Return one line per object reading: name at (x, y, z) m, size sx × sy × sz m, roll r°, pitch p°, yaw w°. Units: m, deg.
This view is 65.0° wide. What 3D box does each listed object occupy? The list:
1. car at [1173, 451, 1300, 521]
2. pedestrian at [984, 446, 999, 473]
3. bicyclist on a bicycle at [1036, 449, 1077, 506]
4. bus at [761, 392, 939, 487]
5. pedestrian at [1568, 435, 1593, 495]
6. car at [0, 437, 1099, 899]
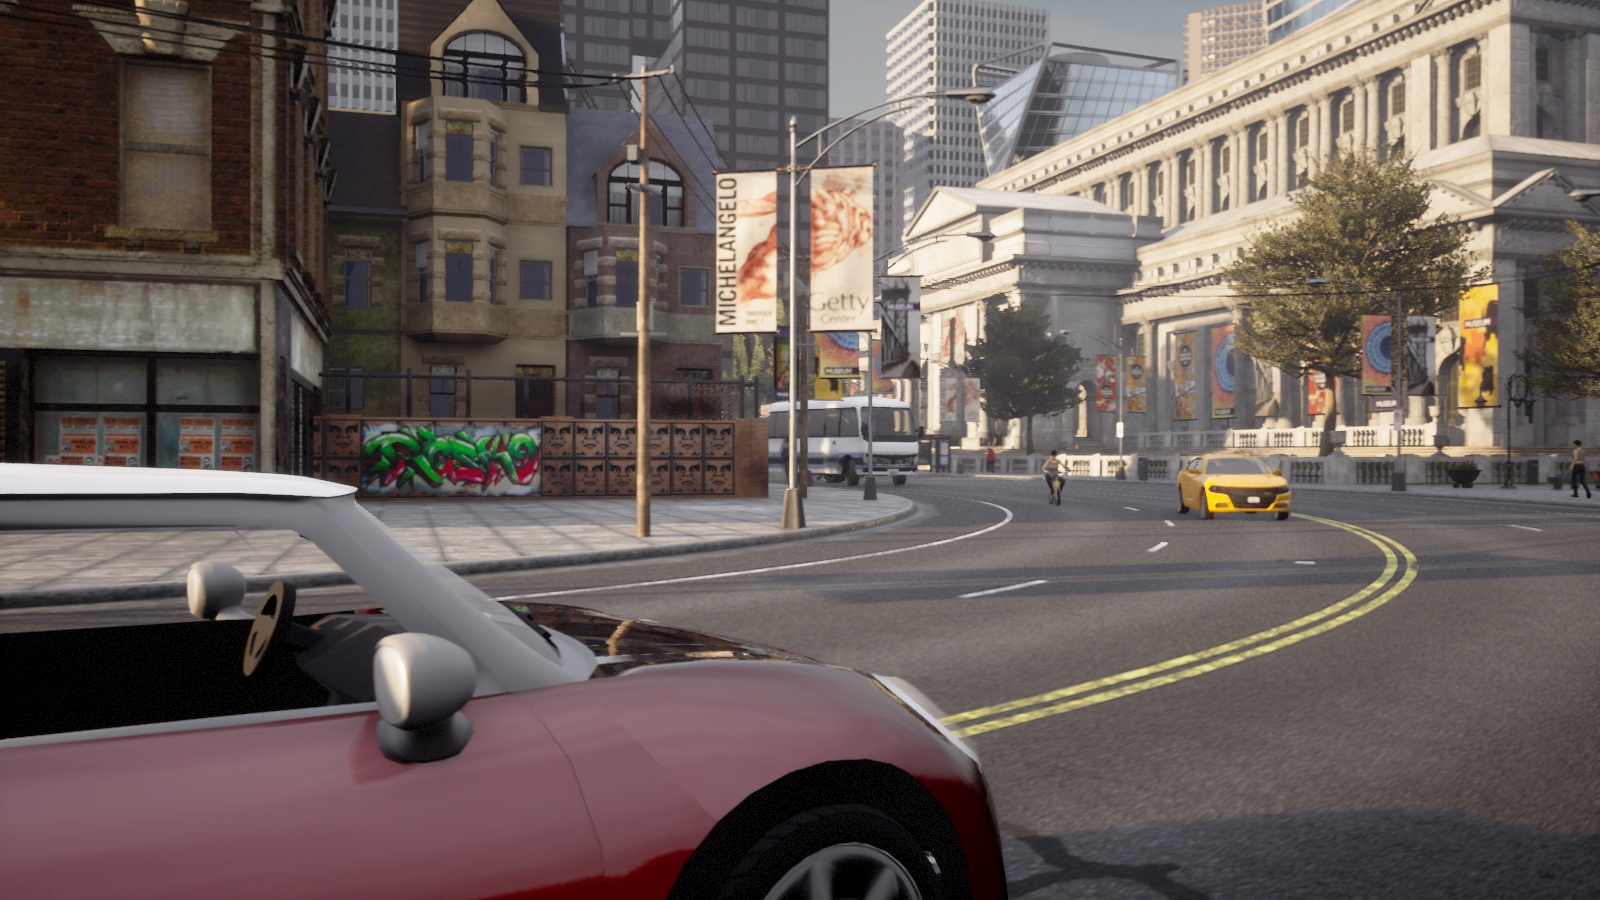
car at (10.310, 0.790, 30.044) m, size 1.882 × 1.535 × 5.008 m, roll 0°, pitch 0°, yaw 8°
pedestrian at (13.266, 0.639, 86.921) m, size 0.634 × 1.844 × 0.899 m, roll 0°, pitch 0°, yaw -23°
bicyclist on a bicycle at (7.346, 0.775, 36.010) m, size 0.866 × 1.612 × 1.509 m, roll -1°, pitch 0°, yaw 2°
bus at (2.208, -0.444, 61.843) m, size 3.944 × 4.253 × 10.273 m, roll 0°, pitch 0°, yaw -29°
pedestrian at (24.285, 0.461, 39.100) m, size 0.345 × 1.836 × 0.594 m, roll 0°, pitch 0°, yaw -10°
car at (-1.398, 0.723, 2.734) m, size 3.806 × 1.475 × 1.970 m, roll 0°, pitch 0°, yaw -36°
